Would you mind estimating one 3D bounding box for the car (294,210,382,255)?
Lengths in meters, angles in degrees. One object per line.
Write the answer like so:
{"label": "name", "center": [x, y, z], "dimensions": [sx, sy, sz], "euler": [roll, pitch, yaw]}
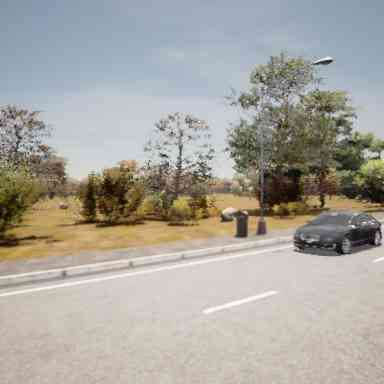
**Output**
{"label": "car", "center": [6.022, 1.521, 13.494], "dimensions": [4.892, 1.490, 1.837], "euler": [0, 0, -41]}
